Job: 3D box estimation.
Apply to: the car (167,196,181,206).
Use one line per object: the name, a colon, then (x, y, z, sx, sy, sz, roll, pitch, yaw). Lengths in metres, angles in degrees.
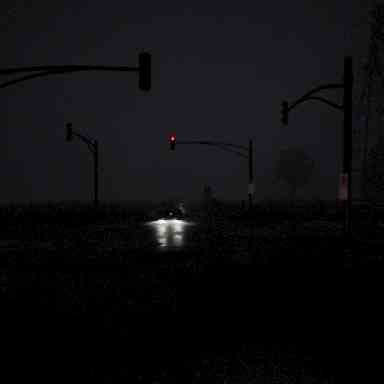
car: (-3.091, 1.484, 56.760, 2.128, 1.511, 4.902, 0, 0, 0)

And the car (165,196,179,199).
car: (-3.024, 1.519, 43.865, 1.812, 1.442, 4.674, 0, 0, 0)

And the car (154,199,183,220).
car: (-2.061, 1.557, 28.095, 1.994, 1.385, 4.181, 0, 0, -12)

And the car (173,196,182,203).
car: (-3.103, 1.581, 72.279, 1.895, 1.301, 4.718, 0, 0, 0)
